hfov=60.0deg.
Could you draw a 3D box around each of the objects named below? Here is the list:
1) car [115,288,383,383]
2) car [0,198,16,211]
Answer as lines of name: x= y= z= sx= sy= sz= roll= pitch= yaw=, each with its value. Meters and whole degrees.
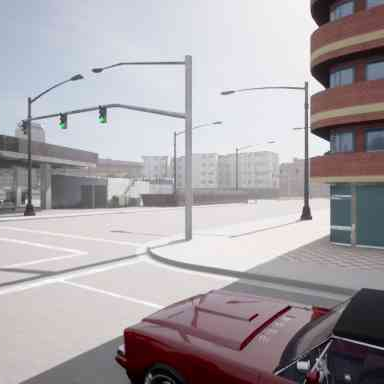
car: x=1.528 y=1.601 z=2.884 sx=4.718 sy=1.301 sz=1.895 roll=0 pitch=0 yaw=36
car: x=-22.337 y=1.456 z=38.835 sx=3.806 sy=1.475 sz=1.970 roll=0 pitch=0 yaw=36
